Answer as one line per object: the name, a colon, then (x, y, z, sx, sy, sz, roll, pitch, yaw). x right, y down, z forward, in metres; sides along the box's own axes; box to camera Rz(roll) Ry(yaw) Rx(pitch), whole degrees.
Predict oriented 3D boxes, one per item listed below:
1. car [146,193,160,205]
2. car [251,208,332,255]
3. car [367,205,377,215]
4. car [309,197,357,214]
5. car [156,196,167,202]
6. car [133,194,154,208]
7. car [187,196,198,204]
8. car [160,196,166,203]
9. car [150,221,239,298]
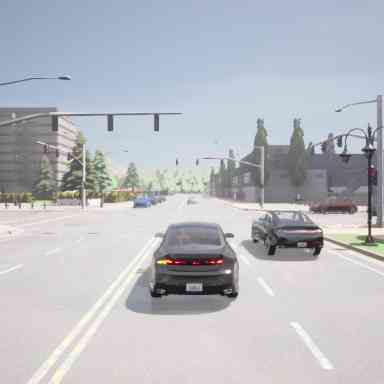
car: (-7.090, 1.477, 57.491, 1.882, 1.535, 5.008, 0, 0, 0)
car: (3.582, 1.491, 13.210, 2.128, 1.511, 4.902, 0, 0, 0)
car: (19.083, 1.505, 31.293, 4.892, 1.490, 1.837, 0, 0, -1)
car: (14.643, 1.352, 34.743, 4.553, 1.767, 2.097, 0, 0, -1)
car: (-7.010, 1.552, 76.924, 1.994, 1.385, 4.181, 0, 0, 0)
car: (-7.137, 1.477, 47.898, 1.882, 1.535, 5.008, 0, 0, 1)
car: (0.105, 1.525, 64.544, 1.812, 1.442, 4.674, 0, 0, 0)
car: (-7.024, 1.491, 67.194, 2.128, 1.511, 4.902, 0, 0, 0)
car: (0.061, 1.505, 8.530, 1.837, 1.490, 4.892, 0, 0, 0)
